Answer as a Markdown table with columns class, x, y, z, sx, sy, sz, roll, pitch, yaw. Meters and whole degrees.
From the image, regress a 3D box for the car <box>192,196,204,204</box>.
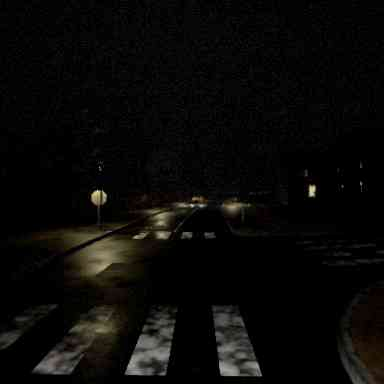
| class | x | y | z | sx | sy | sz | roll | pitch | yaw |
| --- | --- | --- | --- | --- | --- | --- | --- | --- | --- |
| car | 1.125 | 1.378 | 59.374 | 1.882 | 1.535 | 5.008 | 0 | 0 | 7 |
